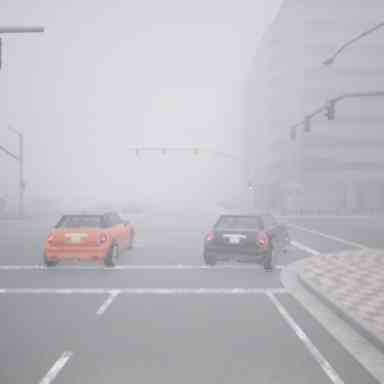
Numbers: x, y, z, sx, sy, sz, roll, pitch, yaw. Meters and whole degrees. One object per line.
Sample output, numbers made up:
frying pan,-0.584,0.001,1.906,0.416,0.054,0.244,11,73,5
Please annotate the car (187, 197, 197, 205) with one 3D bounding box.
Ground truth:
car,-0.006,2.056,69.441,1.895,1.301,4.718,0,0,0

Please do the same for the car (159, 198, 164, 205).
car,-7.006,1.912,69.666,1.882,1.535,5.008,0,0,0

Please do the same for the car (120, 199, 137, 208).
car,-10.560,1.878,55.795,1.837,1.490,4.892,0,-1,0

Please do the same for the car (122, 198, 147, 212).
car,-7.087,1.794,40.007,1.812,1.442,4.674,0,0,2

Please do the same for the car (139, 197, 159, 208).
car,-7.071,1.718,54.703,2.097,1.767,4.553,0,0,0

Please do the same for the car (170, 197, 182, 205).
car,-3.506,2.013,69.412,1.994,1.385,4.181,0,0,0

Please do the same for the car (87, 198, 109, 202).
car,-10.592,1.790,39.483,1.812,1.442,4.674,0,0,0

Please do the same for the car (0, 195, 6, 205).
car,-47.073,1.687,79.597,1.905,1.878,3.866,0,0,0

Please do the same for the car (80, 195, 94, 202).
car,-24.555,1.684,79.502,1.932,1.855,4.605,0,0,0

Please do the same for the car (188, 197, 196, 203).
car,-0.007,1.932,78.125,1.994,1.385,4.181,0,0,0

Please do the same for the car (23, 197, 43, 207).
car,-30.215,1.810,62.107,1.970,1.475,3.806,0,0,0

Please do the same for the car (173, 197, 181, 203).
car,-3.507,1.903,78.125,1.812,1.442,4.674,0,0,0

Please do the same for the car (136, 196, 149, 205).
car,-10.506,1.810,70.760,2.097,1.767,4.553,0,0,0

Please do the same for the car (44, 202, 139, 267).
car,-3.407,1.415,11.900,2.097,1.767,4.553,0,0,0

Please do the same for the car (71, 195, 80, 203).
car,-27.449,1.687,79.566,1.905,1.878,3.866,0,0,0

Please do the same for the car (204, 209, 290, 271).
car,2.065,1.411,11.584,2.097,1.767,4.553,0,0,23
